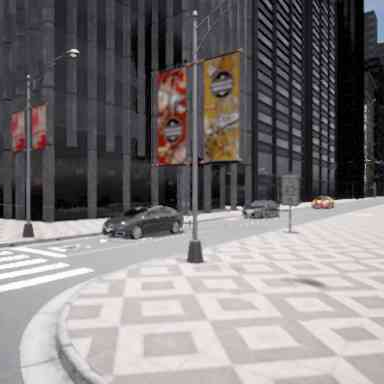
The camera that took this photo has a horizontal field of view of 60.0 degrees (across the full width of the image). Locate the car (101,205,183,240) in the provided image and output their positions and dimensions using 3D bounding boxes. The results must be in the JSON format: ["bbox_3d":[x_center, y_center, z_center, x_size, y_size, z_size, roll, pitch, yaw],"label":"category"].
[{"bbox_3d":[-2.403,1.476,17.076,1.837,1.490,4.892,0,1,36],"label":"car"}]

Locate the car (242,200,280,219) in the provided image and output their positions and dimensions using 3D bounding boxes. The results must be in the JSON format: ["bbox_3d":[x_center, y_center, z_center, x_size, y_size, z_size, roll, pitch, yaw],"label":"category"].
[{"bbox_3d":[6.069,1.467,28.922,2.128,1.511,4.902,0,0,36],"label":"car"}]

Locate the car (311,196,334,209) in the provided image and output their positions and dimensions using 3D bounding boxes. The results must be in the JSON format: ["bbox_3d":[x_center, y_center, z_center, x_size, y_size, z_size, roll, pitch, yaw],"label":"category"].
[{"bbox_3d":[17.729,1.344,45.096,2.097,1.767,4.553,0,0,36],"label":"car"}]
